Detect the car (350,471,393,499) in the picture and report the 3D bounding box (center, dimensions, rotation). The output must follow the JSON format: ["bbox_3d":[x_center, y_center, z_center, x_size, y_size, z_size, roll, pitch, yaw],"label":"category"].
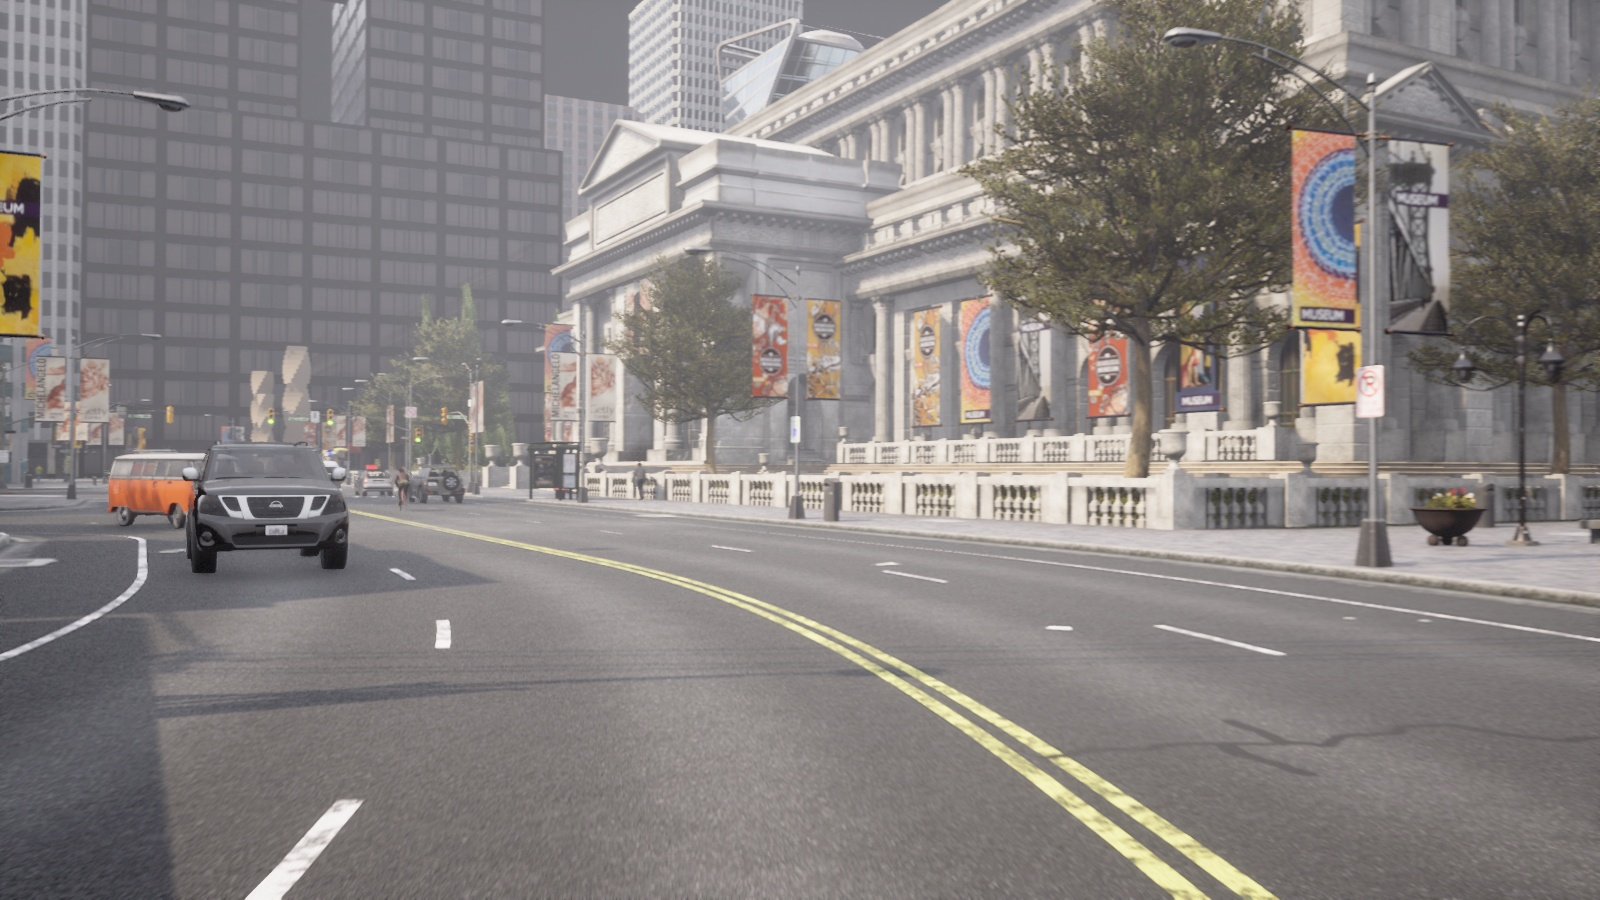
[{"bbox_3d":[-25.699,2.100,75.260,1.851,1.617,3.988,0,-1,-28],"label":"car"}]

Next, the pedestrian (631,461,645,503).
[{"bbox_3d":[-7.634,1.502,59.279,0.423,1.949,0.788,0,-1,-25],"label":"pedestrian"}]

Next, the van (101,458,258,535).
[{"bbox_3d":[-16.837,1.218,34.041,4.442,1.987,1.775,-1,-1,33],"label":"van"}]

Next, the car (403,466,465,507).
[{"bbox_3d":[-17.394,1.713,59.482,1.932,1.855,4.605,0,-1,-28],"label":"car"}]

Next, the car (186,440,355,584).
[{"bbox_3d":[-8.912,0.926,20.814,2.150,2.045,5.566,0,-1,-27],"label":"car"}]

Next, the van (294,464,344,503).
[{"bbox_3d":[-26.783,1.840,69.807,2.069,2.038,4.480,0,-1,-28],"label":"van"}]
